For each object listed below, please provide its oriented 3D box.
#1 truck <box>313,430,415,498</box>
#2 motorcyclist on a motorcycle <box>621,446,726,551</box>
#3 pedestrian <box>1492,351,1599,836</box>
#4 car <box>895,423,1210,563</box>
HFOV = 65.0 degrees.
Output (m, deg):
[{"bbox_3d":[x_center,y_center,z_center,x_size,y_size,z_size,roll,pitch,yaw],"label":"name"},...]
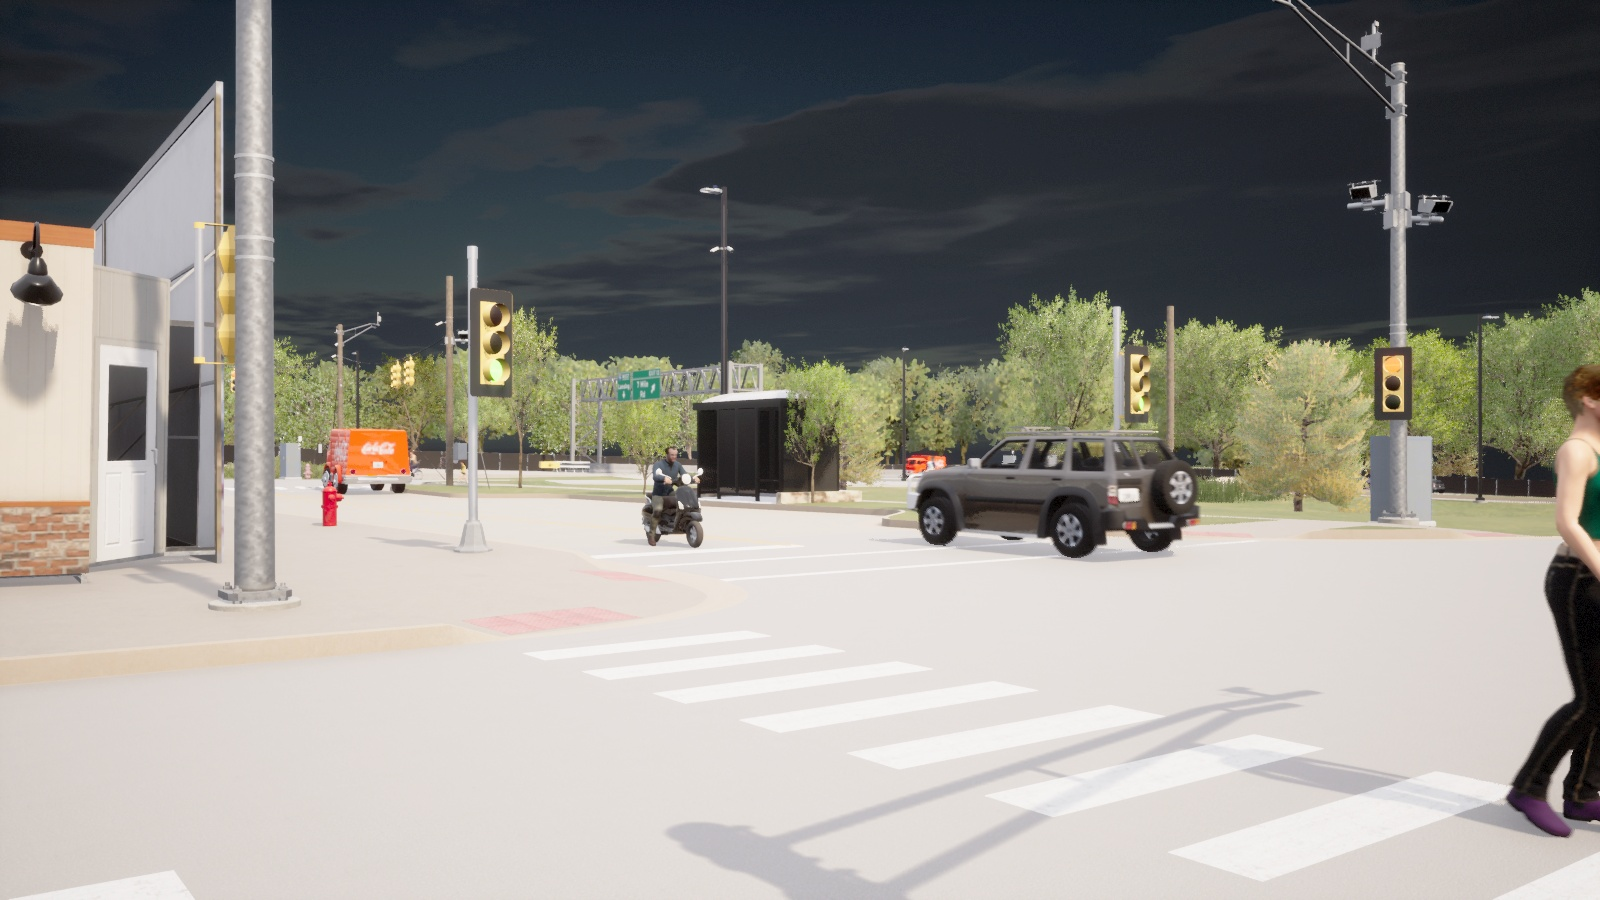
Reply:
[{"bbox_3d":[-16.951,0.484,48.656,2.627,2.467,5.204,0,1,-32],"label":"truck"},{"bbox_3d":[-2.040,0.744,20.081,0.866,1.590,1.817,0,0,-36],"label":"motorcyclist on a motorcycle"},{"bbox_3d":[3.099,0.542,4.925,0.345,1.836,0.594,0,0,-44],"label":"pedestrian"},{"bbox_3d":[3.671,0.570,19.081,1.932,1.855,4.605,0,0,-35],"label":"car"}]
